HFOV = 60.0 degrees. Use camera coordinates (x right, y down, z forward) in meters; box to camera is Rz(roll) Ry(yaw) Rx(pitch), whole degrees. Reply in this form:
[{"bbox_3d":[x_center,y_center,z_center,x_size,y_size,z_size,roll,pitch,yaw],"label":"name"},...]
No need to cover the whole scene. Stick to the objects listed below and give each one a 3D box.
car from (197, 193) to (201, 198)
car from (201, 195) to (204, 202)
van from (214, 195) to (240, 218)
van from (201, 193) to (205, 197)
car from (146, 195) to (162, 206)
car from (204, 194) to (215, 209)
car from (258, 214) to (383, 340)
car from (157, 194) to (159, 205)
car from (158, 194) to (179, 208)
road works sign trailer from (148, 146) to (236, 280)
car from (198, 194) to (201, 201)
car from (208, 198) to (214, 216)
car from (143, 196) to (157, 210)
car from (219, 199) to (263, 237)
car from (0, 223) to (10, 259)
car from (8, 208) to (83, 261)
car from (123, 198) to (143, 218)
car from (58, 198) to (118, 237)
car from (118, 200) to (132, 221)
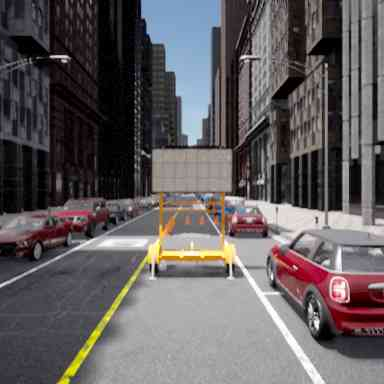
[{"bbox_3d":[2.665,1.358,74.146,1.887,1.381,4.507,0,0,0],"label":"car"},{"bbox_3d":[2.703,1.449,45.963,1.947,1.339,4.313,0,0,0],"label":"car"},{"bbox_3d":[2.733,1.281,23.415,1.690,1.788,3.998,0,0,0],"label":"van"},{"bbox_3d":[2.696,1.210,51.599,1.690,1.788,3.998,0,0,0],"label":"van"},{"bbox_3d":[-5.829,1.309,51.576,1.967,1.590,4.097,0,0,0],"label":"car"},{"bbox_3d":[2.719,1.226,34.689,2.192,1.841,5.009,0,0,0],"label":"car"},{"bbox_3d":[2.755,1.423,6.505,1.967,1.590,4.097,0,0,0],"label":"car"},{"bbox_3d":[-5.822,1.408,45.770,1.752,1.417,4.829,0,0,0],"label":"car"},{"bbox_3d":[-3.128,1.391,45.287,1.837,1.490,4.892,0,0,0],"label":"car"},{"bbox_3d":[0.001,0.439,9.862,2.380,3.560,2.880,0,0,0],"label":"road works sign trailer"},{"bbox_3d":[2.680,1.406,62.873,1.947,1.339,4.313,0,0,0],"label":"car"},{"bbox_3d":[2.725,1.470,29.052,1.887,1.381,4.507,0,0,0],"label":"car"},{"bbox_3d":[-5.815,1.448,40.304,2.008,1.369,4.403,0,0,0],"label":"car"},{"bbox_3d":[2.740,1.394,17.779,1.967,1.590,4.097,0,0,0],"label":"car"},{"bbox_3d":[-5.770,1.549,6.486,1.947,1.339,4.313,0,0,0],"label":"car"},{"bbox_3d":[-5.777,1.513,12.122,1.887,1.381,4.507,0,0,0],"label":"car"},{"bbox_3d":[-5.799,1.365,29.032,1.967,1.590,4.097,0,0,0],"label":"car"},{"bbox_3d":[-5.784,1.269,17.758,2.192,1.841,5.009,0,0,0],"label":"car"},{"bbox_3d":[-5.792,1.506,23.395,1.947,1.339,4.313,0,0,0],"label":"car"}]
